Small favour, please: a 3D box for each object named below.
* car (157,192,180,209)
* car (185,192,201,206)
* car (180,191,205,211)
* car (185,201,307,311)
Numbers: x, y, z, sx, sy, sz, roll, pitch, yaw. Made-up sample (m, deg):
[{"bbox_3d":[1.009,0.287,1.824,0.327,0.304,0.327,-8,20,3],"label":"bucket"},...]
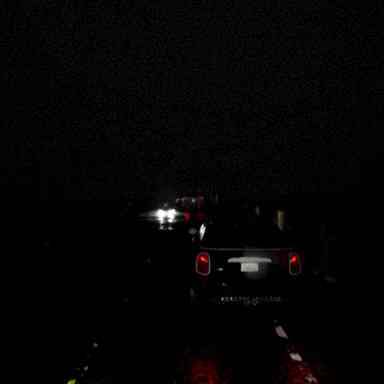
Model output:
[{"bbox_3d":[-2.752,1.115,37.324,2.128,1.511,4.902,0,1,0],"label":"car"},{"bbox_3d":[0.133,0.892,46.311,2.097,1.767,4.553,0,1,0],"label":"car"},{"bbox_3d":[0.160,0.866,34.940,2.150,2.045,5.566,0,0,1],"label":"car"},{"bbox_3d":[0.980,1.269,7.755,2.097,1.767,4.553,0,1,0],"label":"car"}]
